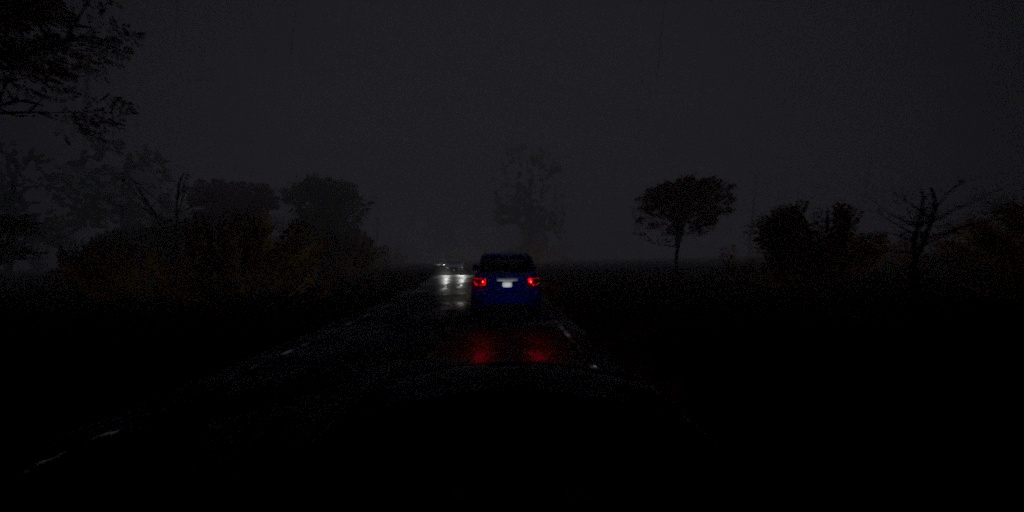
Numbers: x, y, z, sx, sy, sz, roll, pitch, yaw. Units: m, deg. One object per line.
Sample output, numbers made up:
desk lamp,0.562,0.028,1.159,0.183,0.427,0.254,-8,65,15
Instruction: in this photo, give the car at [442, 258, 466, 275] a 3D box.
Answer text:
car,-5.731,1.063,35.731,1.812,1.442,4.674,0,0,-8

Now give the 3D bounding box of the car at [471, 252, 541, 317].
car,-0.264,0.893,12.984,2.150,2.045,5.566,0,1,-3
